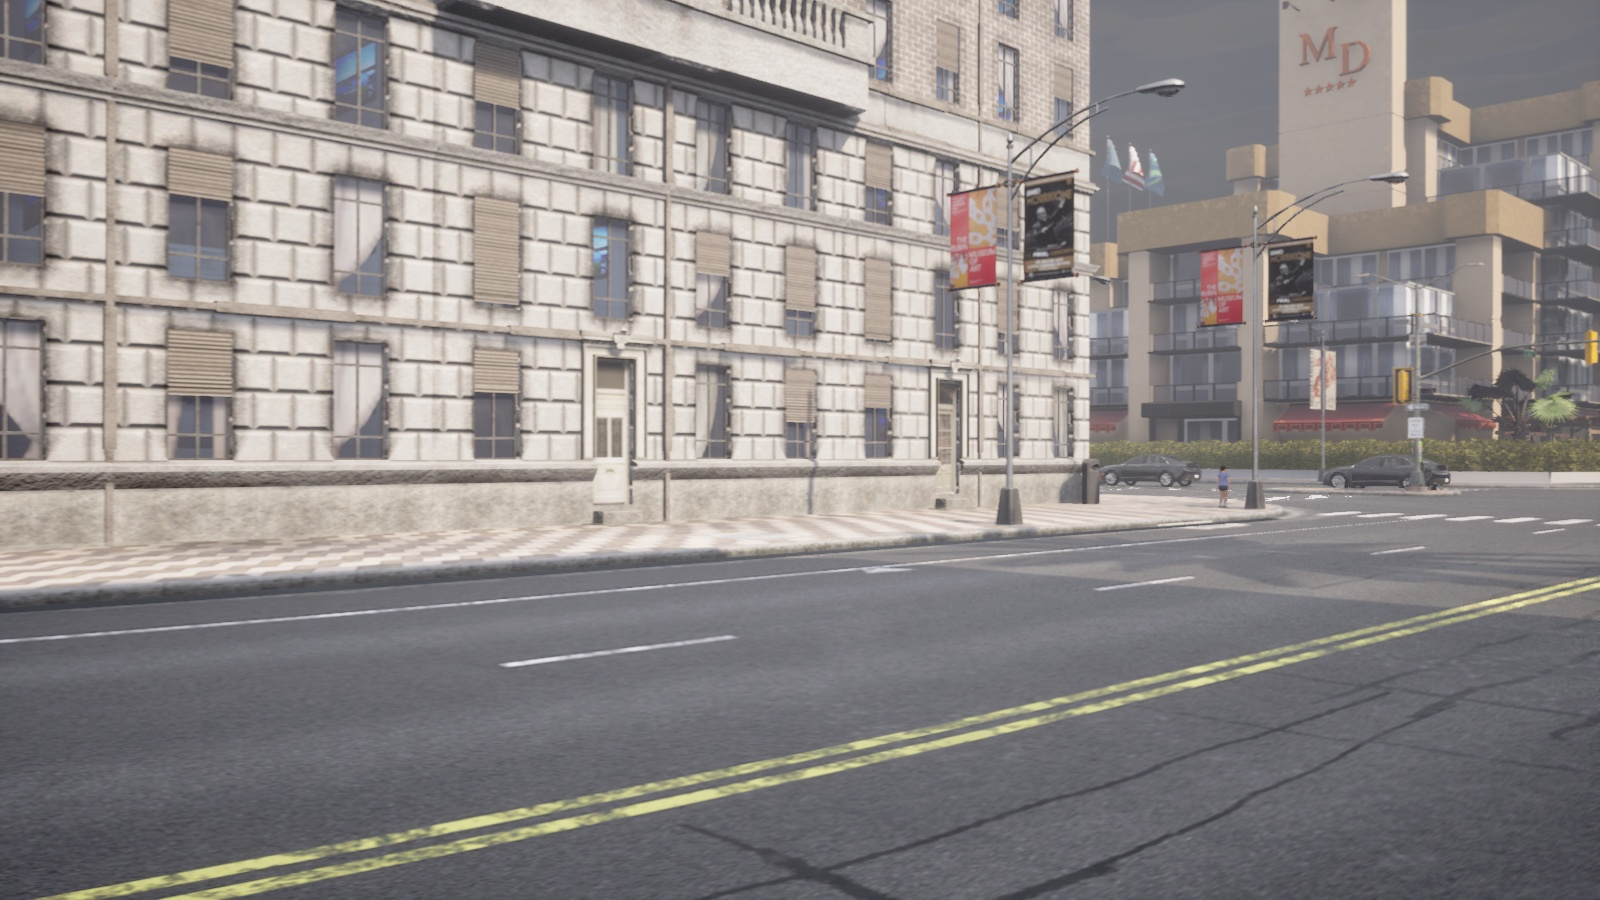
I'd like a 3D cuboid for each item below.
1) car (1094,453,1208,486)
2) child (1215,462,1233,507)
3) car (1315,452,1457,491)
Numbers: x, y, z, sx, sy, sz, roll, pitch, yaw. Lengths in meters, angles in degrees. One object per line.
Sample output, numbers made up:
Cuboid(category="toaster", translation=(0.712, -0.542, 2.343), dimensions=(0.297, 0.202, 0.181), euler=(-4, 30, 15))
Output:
Cuboid(category="car", translation=(16.425, 0.890, 58.907), dimensions=(1.837, 1.490, 4.892), euler=(0, 0, -44))
Cuboid(category="child", translation=(10.631, 0.852, 31.474), dimensions=(0.394, 1.110, 0.255), euler=(0, 0, -35))
Cuboid(category="car", translation=(23.807, 0.847, 51.178), dimensions=(1.837, 1.490, 4.892), euler=(0, 0, -42))
